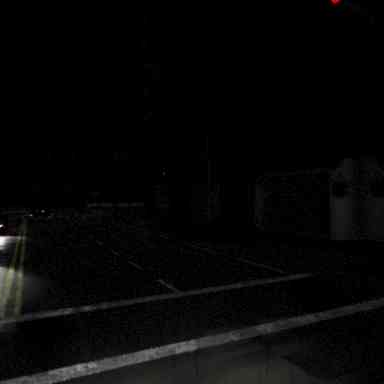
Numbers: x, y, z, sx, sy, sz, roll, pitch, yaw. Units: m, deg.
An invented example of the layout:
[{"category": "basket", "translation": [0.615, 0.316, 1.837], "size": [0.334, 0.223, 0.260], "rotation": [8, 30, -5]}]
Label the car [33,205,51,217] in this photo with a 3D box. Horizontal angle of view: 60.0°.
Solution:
[{"category": "car", "translation": [-19.030, 2.363, 42.164], "size": [1.994, 1.385, 4.181], "rotation": [0, -1, -28]}]

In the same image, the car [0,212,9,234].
[{"category": "car", "translation": [-13.337, 2.020, 22.240], "size": [2.033, 1.411, 5.357], "rotation": [0, -1, -26]}]

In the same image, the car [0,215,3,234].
[{"category": "car", "translation": [-8.808, 1.856, 12.992], "size": [1.994, 1.385, 4.181], "rotation": [0, -1, -26]}]
